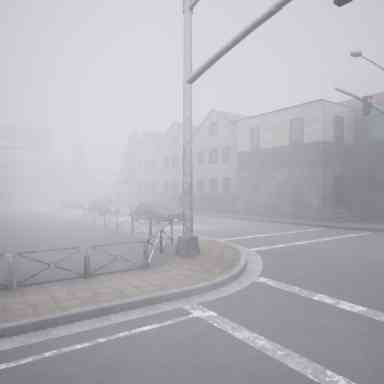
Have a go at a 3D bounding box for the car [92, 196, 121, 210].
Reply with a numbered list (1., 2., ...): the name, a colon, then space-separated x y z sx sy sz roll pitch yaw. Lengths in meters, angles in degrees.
1. car: -10.476 1.323 40.472 1.837 1.490 4.892 0 -1 -35

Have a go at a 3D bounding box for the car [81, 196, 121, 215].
1. car: -8.283 1.315 31.006 2.128 1.511 4.902 0 0 -35

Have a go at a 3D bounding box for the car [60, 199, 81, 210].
1. car: -14.103 1.425 39.278 1.895 1.301 4.718 0 0 -35

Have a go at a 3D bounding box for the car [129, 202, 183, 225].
1. car: -2.538 1.371 22.887 2.033 1.411 5.357 0 0 -35
